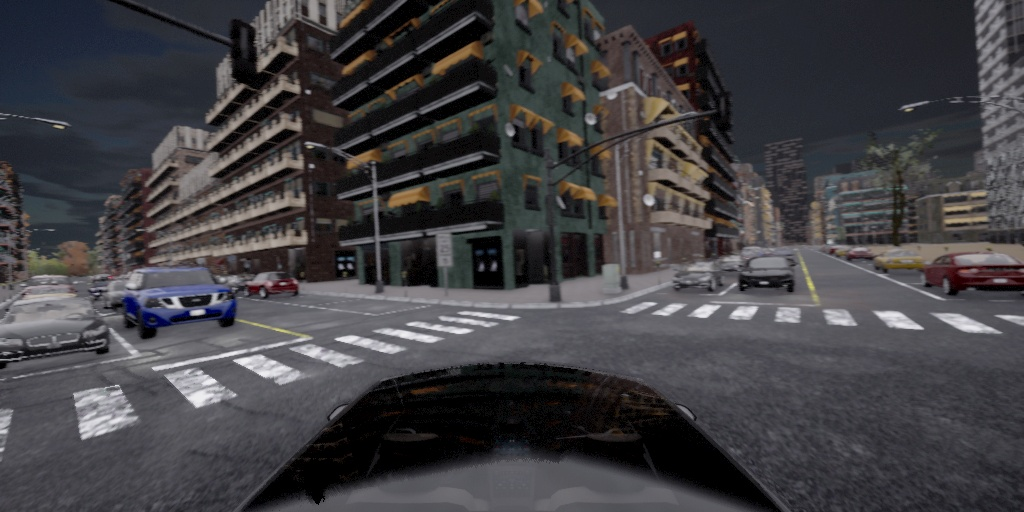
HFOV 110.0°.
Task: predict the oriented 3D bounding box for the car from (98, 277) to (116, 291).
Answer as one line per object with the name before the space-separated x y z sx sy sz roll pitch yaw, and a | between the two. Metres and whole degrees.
car | -19.575 1.979 18.499 4.892 1.490 1.837 -2 0 38

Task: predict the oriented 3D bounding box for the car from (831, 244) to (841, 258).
car | 39.783 -0.583 42.778 1.751 1.417 4.829 0 0 38

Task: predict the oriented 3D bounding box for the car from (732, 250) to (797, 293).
car | 11.442 0.709 16.074 1.882 1.535 5.008 -3 0 38

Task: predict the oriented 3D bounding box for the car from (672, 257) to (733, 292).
car | 9.138 0.897 17.439 2.007 1.370 4.403 0 0 38

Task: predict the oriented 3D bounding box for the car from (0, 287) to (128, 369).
car | -11.312 1.717 8.858 4.403 1.370 2.007 0 0 38

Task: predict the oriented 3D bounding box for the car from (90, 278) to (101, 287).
car | -28.308 2.412 25.273 4.718 1.301 1.895 -2 0 38

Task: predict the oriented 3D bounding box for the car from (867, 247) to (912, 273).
car | 22.660 0.190 21.065 1.751 1.417 4.829 0 0 38

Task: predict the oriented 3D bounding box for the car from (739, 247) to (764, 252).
car | 22.837 0.163 34.809 1.967 1.591 4.097 0 0 38

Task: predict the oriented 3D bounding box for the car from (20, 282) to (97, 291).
car | -15.579 1.861 12.159 4.829 1.417 1.751 0 0 38

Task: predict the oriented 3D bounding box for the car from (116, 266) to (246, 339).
car | -11.337 1.378 12.113 5.566 2.045 2.150 -2 0 38

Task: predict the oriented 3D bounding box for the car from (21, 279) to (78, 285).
car | -24.518 2.221 19.074 4.507 1.381 1.888 0 0 38

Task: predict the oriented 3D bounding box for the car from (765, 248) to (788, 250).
car | 25.822 0.092 34.308 2.033 1.411 5.357 -3 0 38

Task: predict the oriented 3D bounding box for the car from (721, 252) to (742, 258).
car | 15.987 0.584 26.124 2.007 1.370 4.403 0 0 38

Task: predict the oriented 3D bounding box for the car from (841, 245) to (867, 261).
car | 32.828 -0.218 33.959 1.802 1.307 4.207 0 0 38

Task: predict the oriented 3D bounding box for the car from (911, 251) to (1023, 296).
car | 15.706 0.523 12.246 1.888 1.381 4.507 0 0 38

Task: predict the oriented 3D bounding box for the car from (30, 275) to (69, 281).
car | -28.919 2.161 22.479 5.009 1.841 2.192 0 0 38

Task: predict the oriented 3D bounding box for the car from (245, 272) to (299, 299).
car | -14.969 1.712 22.279 4.097 1.591 1.967 0 0 38
